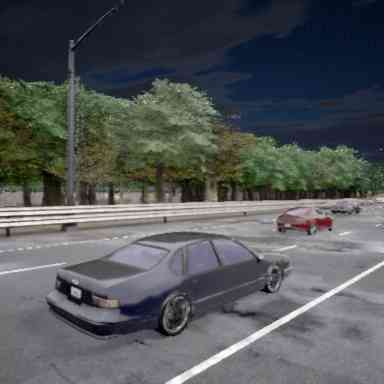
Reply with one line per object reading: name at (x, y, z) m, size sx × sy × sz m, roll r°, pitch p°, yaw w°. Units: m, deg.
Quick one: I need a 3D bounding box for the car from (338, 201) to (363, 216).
car at (16.069, 1.672, 34.509) m, size 2.033 × 1.411 × 5.357 m, roll 1°, pitch 0°, yaw 41°

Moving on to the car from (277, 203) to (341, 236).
car at (6.413, 1.544, 18.559) m, size 1.812 × 1.442 × 4.674 m, roll 1°, pitch 0°, yaw 42°

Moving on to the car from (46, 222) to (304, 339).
car at (0.034, 1.519, 6.674) m, size 2.033 × 1.411 × 5.357 m, roll 1°, pitch 0°, yaw 43°
